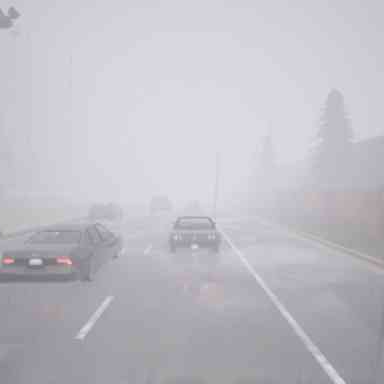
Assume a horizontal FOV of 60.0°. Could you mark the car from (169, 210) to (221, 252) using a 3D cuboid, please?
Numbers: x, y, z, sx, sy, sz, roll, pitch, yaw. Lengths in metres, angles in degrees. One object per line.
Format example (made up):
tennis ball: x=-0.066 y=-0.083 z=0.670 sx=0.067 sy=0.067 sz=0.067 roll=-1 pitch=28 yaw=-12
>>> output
car: x=0.095 y=1.646 z=14.041 sx=1.895 sy=1.301 sz=4.718 roll=0 pitch=0 yaw=0

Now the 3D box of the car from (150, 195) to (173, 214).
car: x=-3.413 y=1.342 z=37.578 sx=2.150 sy=2.045 sz=5.566 roll=0 pitch=0 yaw=0

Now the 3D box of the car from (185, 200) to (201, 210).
car: x=0.083 y=1.699 z=42.295 sx=1.994 sy=1.385 sz=4.181 roll=0 pitch=0 yaw=0

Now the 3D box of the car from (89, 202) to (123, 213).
car: x=-6.909 y=1.576 z=27.013 sx=2.128 sy=1.511 sz=4.902 roll=0 pitch=0 yaw=0

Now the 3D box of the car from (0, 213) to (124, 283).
car: x=-3.401 y=1.578 z=9.745 sx=2.033 sy=1.411 sz=5.357 roll=0 pitch=0 yaw=0
